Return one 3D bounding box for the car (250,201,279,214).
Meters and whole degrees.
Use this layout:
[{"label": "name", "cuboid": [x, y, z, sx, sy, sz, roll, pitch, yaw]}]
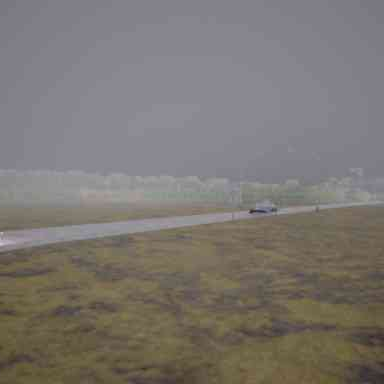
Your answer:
[{"label": "car", "cuboid": [7.951, 1.688, 36.448, 1.994, 1.385, 4.181, -1, -1, 35]}]
